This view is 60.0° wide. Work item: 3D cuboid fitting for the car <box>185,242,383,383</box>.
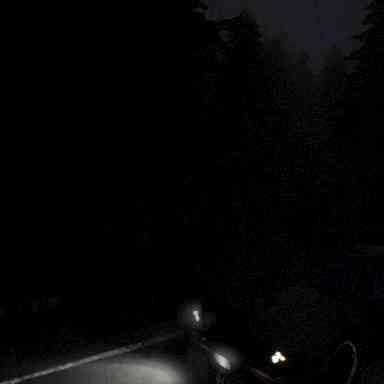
[{"bbox_3d":[2.539,1.584,5.360,5.357,1.411,2.033,1,0,-35],"label":"car"}]
